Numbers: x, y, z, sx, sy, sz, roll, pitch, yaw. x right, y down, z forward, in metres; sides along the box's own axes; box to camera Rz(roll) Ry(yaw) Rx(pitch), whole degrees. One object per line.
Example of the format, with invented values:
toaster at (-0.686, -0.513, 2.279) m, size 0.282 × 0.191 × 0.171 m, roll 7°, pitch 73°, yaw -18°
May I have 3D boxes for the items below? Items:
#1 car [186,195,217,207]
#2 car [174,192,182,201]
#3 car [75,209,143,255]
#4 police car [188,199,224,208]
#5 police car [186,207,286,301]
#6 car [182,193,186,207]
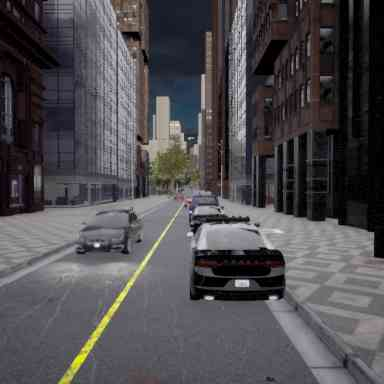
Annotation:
car at (0.873, 1.208, 24.419) m, size 2.150 × 2.045 × 5.566 m, roll 0°, pitch 0°, yaw 0°
car at (-3.089, 1.094, 78.772) m, size 2.150 × 2.045 × 5.566 m, roll 0°, pitch 0°, yaw 0°
car at (-3.117, 1.498, 13.326) m, size 1.837 × 1.490 × 4.892 m, roll 0°, pitch 0°, yaw 0°
police car at (0.879, 1.414, 18.500) m, size 1.930 × 1.638 × 5.238 m, roll 0°, pitch 0°, yaw 0°
police car at (0.891, 1.421, 8.499) m, size 1.930 × 1.638 × 5.238 m, roll 0°, pitch 0°, yaw 0°
car at (-0.006, 1.302, 48.728) m, size 2.097 × 1.767 × 4.553 m, roll 0°, pitch 0°, yaw 0°
